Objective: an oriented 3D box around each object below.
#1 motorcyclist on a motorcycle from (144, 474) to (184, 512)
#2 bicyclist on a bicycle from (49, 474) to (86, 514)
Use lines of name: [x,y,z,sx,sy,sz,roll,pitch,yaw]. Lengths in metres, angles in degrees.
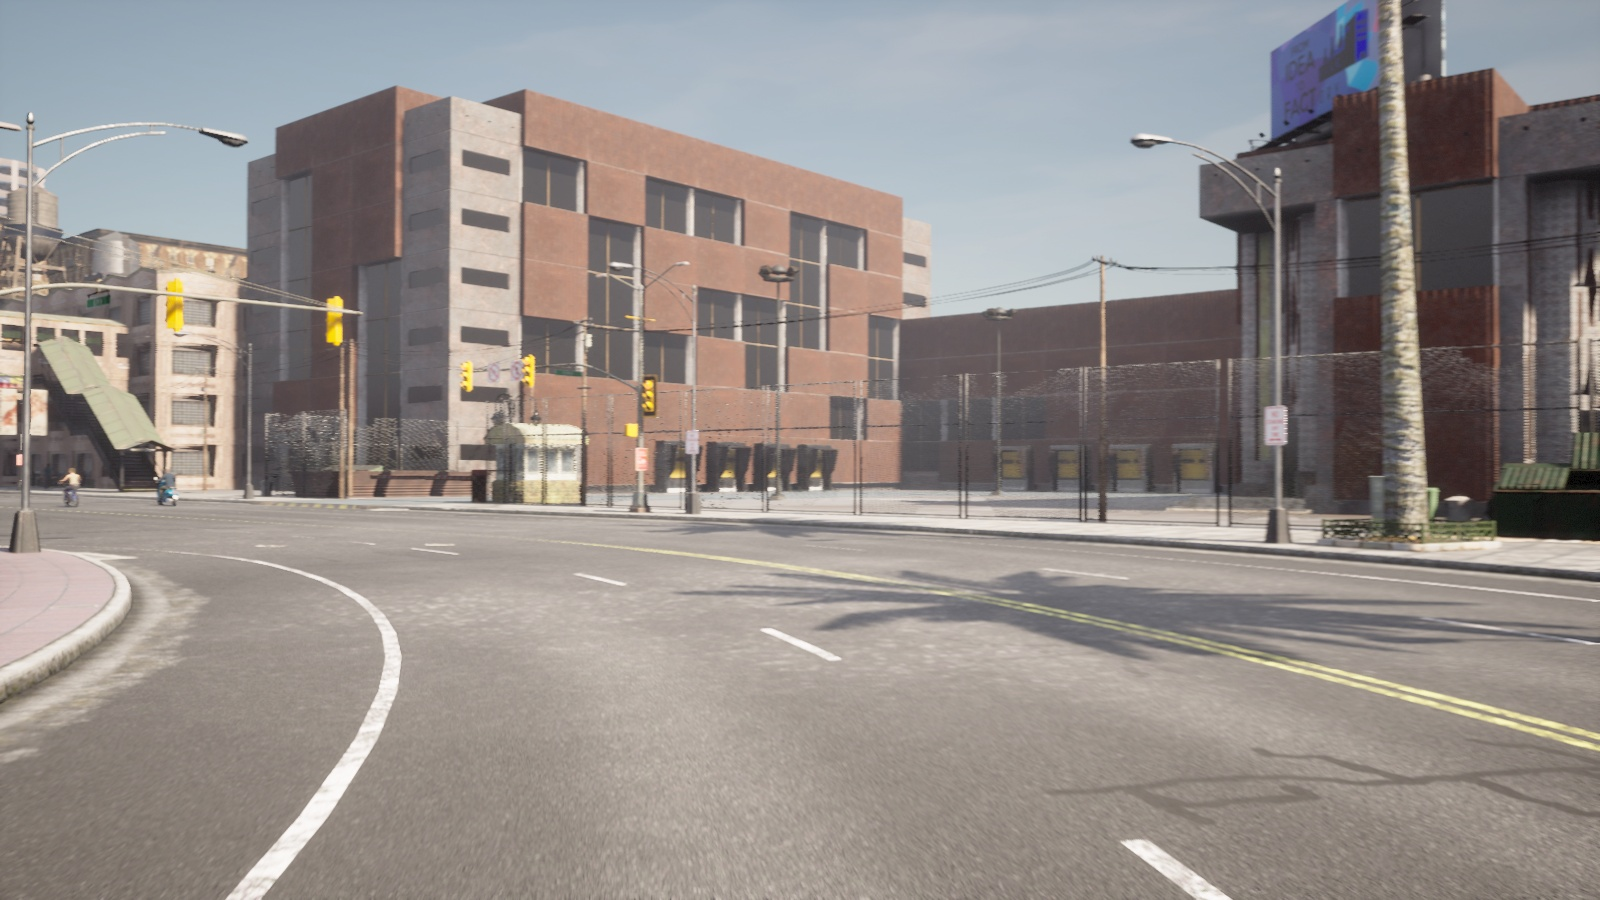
motorcyclist on a motorcycle: [-27.129,1.813,53.547,1.817,1.590,0.866,-1,-1,40]
bicyclist on a bicycle: [-29.947,1.775,51.349,1.509,1.612,0.866,-1,-1,40]
